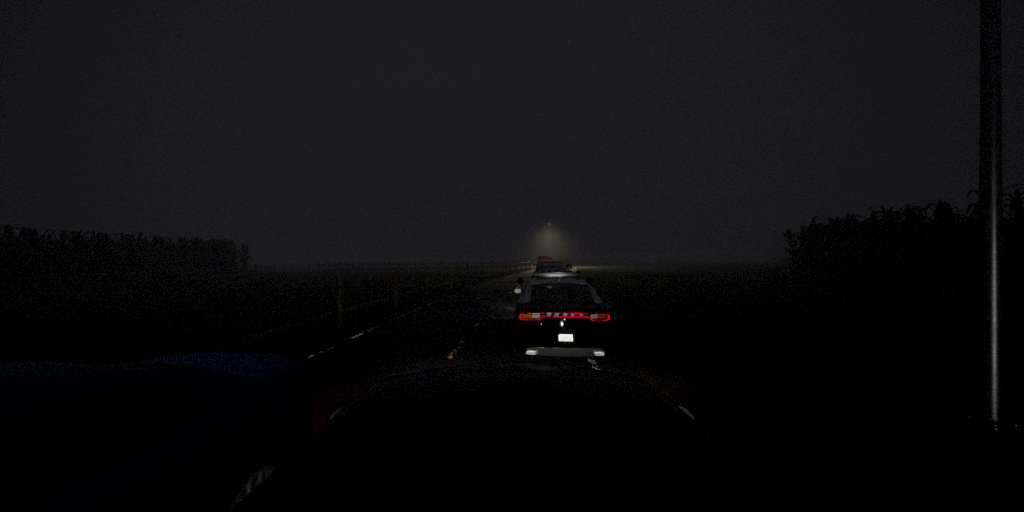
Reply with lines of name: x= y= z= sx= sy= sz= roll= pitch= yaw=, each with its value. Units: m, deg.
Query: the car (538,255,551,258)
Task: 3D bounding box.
car: x=4.627 y=0.925 z=51.063 sx=2.150 sy=2.045 sz=5.566 roll=0 pitch=0 yaw=12

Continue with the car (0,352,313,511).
car: x=-2.598 y=1.227 z=0.879 sx=1.882 sy=1.535 sz=5.008 roll=0 pitch=0 yaw=1

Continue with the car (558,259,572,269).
car: x=8.316 y=1.259 z=55.891 sx=1.994 sy=1.385 sz=4.181 roll=0 pitch=0 yaw=12

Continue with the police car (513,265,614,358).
police car: x=1.063 y=1.173 z=8.632 sx=1.930 sy=1.638 sz=5.238 roll=0 pitch=0 yaw=3

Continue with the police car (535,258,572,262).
police car: x=2.874 y=1.159 z=24.279 sx=1.930 sy=1.638 sz=5.238 roll=0 pitch=0 yaw=10

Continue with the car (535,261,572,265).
car: x=1.981 y=1.218 z=18.326 sx=1.882 sy=1.535 sz=5.008 roll=0 pitch=0 yaw=7
